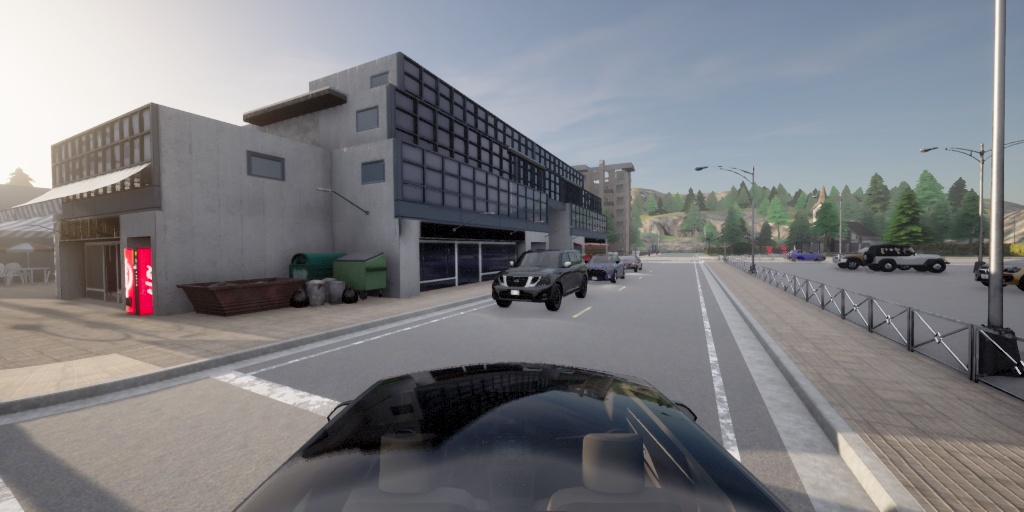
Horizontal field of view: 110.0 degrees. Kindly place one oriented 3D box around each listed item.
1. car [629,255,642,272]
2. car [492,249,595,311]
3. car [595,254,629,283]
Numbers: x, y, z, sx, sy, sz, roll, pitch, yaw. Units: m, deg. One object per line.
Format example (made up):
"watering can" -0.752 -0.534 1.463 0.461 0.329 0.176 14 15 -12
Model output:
"car" 10.344 0.606 31.736 1.812 1.442 4.674 0 1 27
"car" 1.331 0.747 13.804 2.150 2.045 5.566 0 1 27
"car" 5.746 0.659 22.594 2.097 1.767 4.553 0 1 27
